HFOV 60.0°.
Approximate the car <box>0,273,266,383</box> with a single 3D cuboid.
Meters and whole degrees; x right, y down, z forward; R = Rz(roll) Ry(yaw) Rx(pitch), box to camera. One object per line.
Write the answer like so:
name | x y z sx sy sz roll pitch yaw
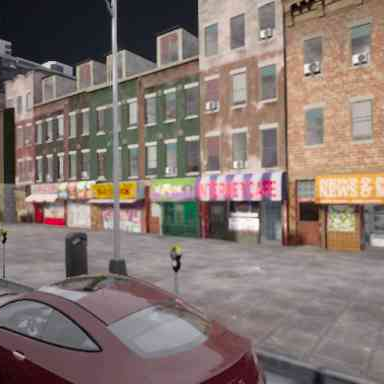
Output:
car | -1.278 1.611 3.732 4.206 1.307 1.802 -1 -1 36
